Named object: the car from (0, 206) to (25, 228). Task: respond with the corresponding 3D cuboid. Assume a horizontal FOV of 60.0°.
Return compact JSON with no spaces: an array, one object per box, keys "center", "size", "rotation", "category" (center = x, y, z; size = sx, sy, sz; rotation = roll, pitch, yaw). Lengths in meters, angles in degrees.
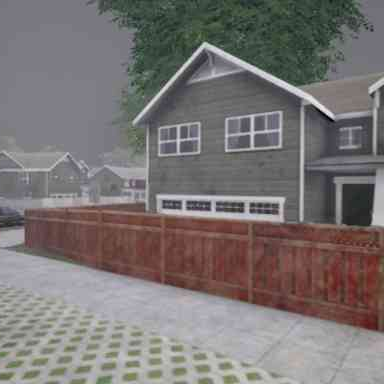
[{"center":[-11.408,1.516,19.266],"size":[2.033,1.411,5.357],"rotation":[1,0,16],"category":"car"}]
